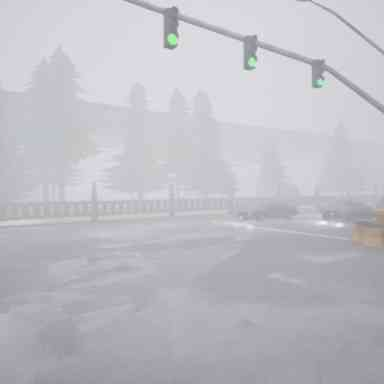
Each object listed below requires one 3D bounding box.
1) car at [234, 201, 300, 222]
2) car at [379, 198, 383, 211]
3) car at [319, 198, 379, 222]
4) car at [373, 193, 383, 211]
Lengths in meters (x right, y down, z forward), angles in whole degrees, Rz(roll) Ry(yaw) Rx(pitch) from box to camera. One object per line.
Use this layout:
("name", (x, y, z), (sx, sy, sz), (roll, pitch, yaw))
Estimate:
("car", (5.622, 1.366, 24.548), (5.357, 1.411, 2.033), (-1, 0, -34))
("car", (19.014, 1.269, 29.404), (5.357, 1.411, 2.033), (-1, 0, -34))
("car", (11.335, 1.356, 24.196), (4.181, 1.385, 1.994), (-1, 0, -34))
("car", (21.532, 1.025, 35.335), (4.553, 1.767, 2.097), (-1, 0, -34))
